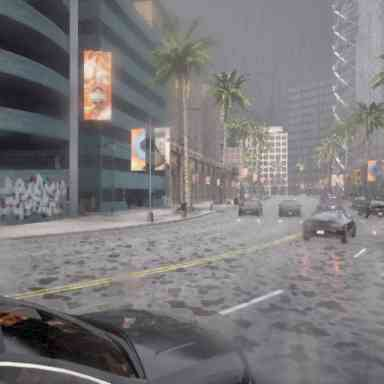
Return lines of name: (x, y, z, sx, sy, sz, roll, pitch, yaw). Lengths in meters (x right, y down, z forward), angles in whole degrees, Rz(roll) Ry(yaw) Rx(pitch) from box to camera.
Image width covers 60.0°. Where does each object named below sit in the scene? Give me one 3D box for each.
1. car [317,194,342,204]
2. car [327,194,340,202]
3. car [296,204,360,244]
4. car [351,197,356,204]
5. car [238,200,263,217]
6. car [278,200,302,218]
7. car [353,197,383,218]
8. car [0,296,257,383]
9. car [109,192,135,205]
car: (12.530, 1.352, 30.172, 2.097, 1.767, 4.553, 0, 0, 16)
car: (32.877, 1.317, 77.300, 2.185, 1.767, 4.553, 0, 0, 16)
car: (6.643, 1.526, 15.931, 1.812, 1.442, 4.674, 0, 0, 33)
car: (24.785, 1.460, 49.062, 2.231, 1.521, 4.892, 0, 0, 16)
car: (5.551, 1.492, 31.230, 1.882, 1.535, 5.008, 0, 0, 16)
car: (8.916, 1.495, 30.267, 1.882, 1.535, 5.008, 0, 0, 16)
car: (15.903, 1.505, 29.238, 1.837, 1.490, 4.892, 0, 0, 16)
car: (-1.659, 1.502, 2.095, 4.892, 1.490, 1.837, 0, 0, -36)
car: (-10.836, 0.981, 51.444, 2.435, 2.045, 5.566, 0, 0, 16)
